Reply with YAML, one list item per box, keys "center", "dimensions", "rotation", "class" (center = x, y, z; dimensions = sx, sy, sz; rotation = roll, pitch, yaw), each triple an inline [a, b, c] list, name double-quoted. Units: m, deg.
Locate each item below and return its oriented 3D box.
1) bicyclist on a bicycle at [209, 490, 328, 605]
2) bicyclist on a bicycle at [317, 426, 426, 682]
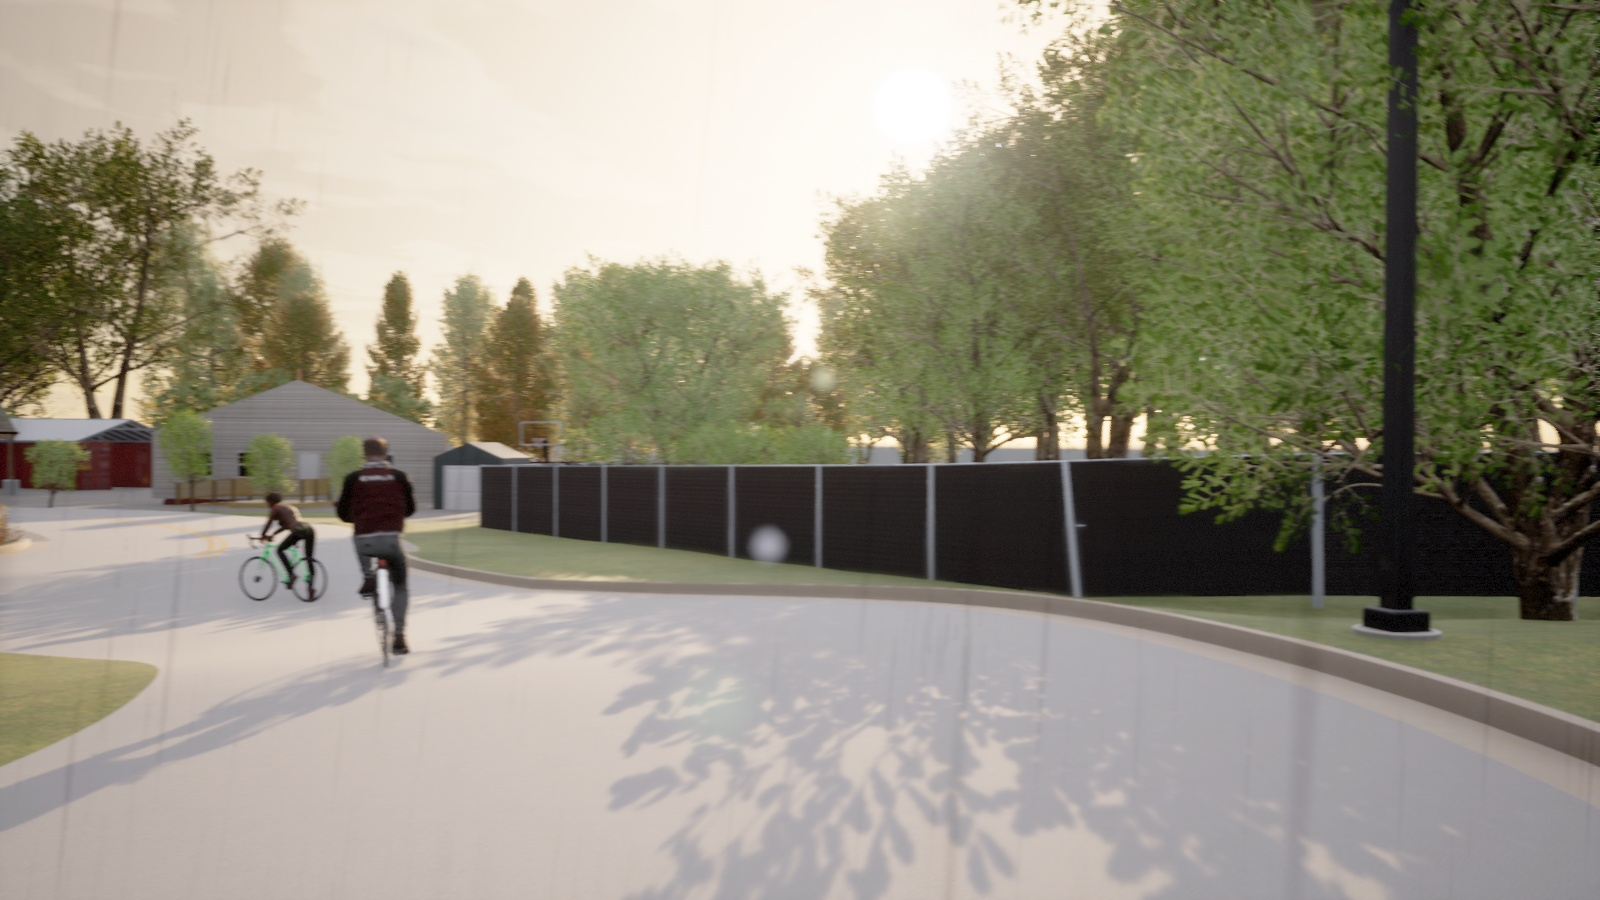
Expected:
- center: [-7.827, 1.416, 18.484]
  dimensions: [1.656, 1.620, 0.582]
  rotation: [-1, -1, 21]
  class: "bicyclist on a bicycle"
- center: [-3.382, 0.764, 9.814]
  dimensions: [0.659, 1.776, 1.843]
  rotation: [-2, -1, -21]
  class: "bicyclist on a bicycle"
